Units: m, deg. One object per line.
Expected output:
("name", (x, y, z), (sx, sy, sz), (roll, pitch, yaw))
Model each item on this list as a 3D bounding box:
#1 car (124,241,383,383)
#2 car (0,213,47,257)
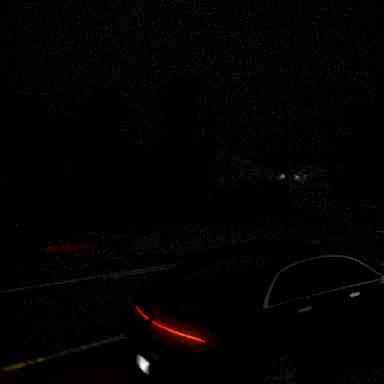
("car", (1.469, 1.478, 4.792), (4.892, 1.490, 1.837), (0, 0, -35))
("car", (-7.655, 1.507, 11.428), (4.892, 1.490, 1.837), (0, 0, -35))
